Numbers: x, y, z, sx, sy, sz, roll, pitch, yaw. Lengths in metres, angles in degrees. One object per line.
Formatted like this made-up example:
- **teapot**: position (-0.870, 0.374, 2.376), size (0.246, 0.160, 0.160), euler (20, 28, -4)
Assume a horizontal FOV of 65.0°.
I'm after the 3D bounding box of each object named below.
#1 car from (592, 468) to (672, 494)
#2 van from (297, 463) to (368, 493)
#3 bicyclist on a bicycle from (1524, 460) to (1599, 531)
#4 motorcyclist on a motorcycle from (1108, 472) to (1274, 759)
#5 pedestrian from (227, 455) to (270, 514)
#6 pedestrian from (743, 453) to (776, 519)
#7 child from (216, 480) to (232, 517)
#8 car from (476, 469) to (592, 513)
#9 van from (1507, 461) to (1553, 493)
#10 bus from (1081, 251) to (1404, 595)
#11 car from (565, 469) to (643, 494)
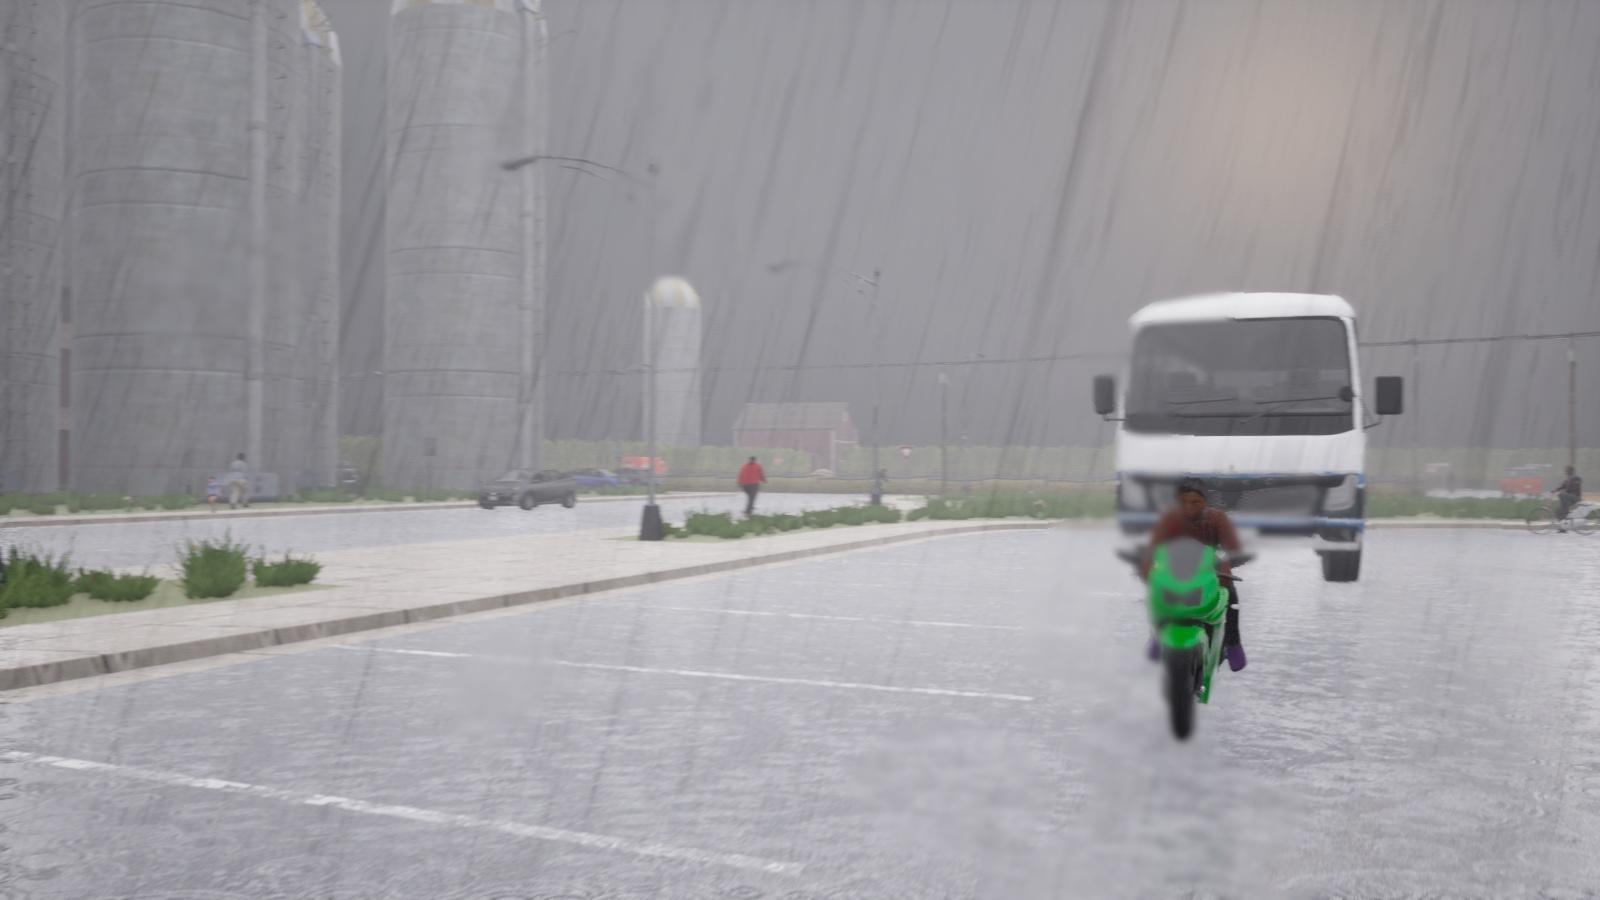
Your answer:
- **car**: position (-11.070, 2.014, 82.710), size (4.856, 1.649, 2.033), euler (0, -1, 23)
- **van**: position (-32.790, 1.918, 88.130), size (4.480, 2.038, 2.069), euler (0, -1, 23)
- **bicyclist on a bicycle**: position (19.261, 1.130, 31.496), size (1.843, 1.776, 0.659), euler (0, 0, -1)
- **motorcyclist on a motorcycle**: position (2.497, 0.908, 7.860), size (0.797, 1.523, 2.044), euler (0, 0, 23)
- **pedestrian**: position (-17.664, 1.103, 40.230), size (0.874, 1.855, 0.900), euler (0, -1, 15)
- **pedestrian**: position (-1.158, 1.012, 35.820), size (0.634, 1.844, 0.899), euler (0, -1, 21)
- **child**: position (-17.189, 1.442, 37.489), size (0.255, 1.110, 0.394), euler (0, -1, 12)
- **car**: position (-9.740, 1.477, 46.400), size (2.007, 1.525, 4.514), euler (0, -1, 22)
- **van**: position (47.013, 1.718, 80.904), size (1.775, 1.987, 4.442), euler (0, -1, 20)
- **bus**: position (7.807, -0.258, 21.015), size (3.944, 4.253, 10.273), euler (-1, -1, 25)
- **car**: position (-12.381, 1.983, 79.491), size (4.514, 1.525, 2.007), euler (-1, -1, 24)
